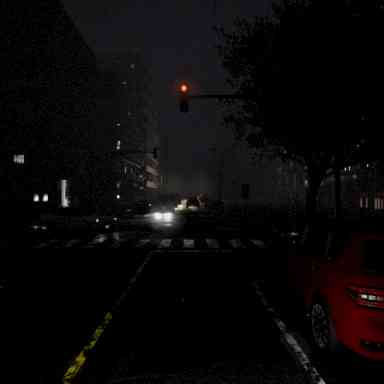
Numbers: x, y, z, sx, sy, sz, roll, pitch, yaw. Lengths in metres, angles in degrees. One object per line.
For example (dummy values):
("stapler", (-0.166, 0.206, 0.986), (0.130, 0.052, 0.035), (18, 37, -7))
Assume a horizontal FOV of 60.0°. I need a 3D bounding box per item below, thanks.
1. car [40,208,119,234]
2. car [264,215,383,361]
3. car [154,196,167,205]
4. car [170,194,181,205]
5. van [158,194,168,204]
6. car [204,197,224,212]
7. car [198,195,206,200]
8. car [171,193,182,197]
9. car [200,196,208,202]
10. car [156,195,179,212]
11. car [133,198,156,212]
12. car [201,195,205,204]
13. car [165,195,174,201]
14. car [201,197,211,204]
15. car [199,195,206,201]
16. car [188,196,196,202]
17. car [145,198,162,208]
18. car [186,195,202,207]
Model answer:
("car", (-6.571, 1.592, 19.448), (4.718, 1.301, 1.895), (1, 0, 29))
("car", (2.695, 1.315, 5.922), (2.192, 1.841, 5.009), (0, 0, 0))
("car", (-5.670, 1.476, 60.444), (1.967, 1.590, 4.097), (0, 0, 0))
("car", (-3.071, 1.500, 49.430), (1.882, 1.535, 5.008), (0, 0, 0))
("van", (-5.669, 1.384, 65.977), (1.690, 1.788, 3.998), (0, 0, 0))
("car", (2.703, 1.557, 38.310), (1.887, 1.381, 4.507), (0, 0, 0))
("car", (2.719, 1.638, 93.637), (2.008, 1.369, 4.403), (0, 0, 0))
("car", (-3.048, 1.257, 60.142), (2.150, 2.045, 5.566), (0, 0, 0))
("car", (2.714, 1.584, 77.209), (1.752, 1.417, 4.829), (0, 0, 0))
("car", (-3.081, 1.505, 39.209), (2.128, 1.511, 4.902), (0, 0, 2))
("car", (-5.677, 1.563, 38.312), (2.008, 1.369, 4.403), (0, 0, 0))
("car", (2.706, 1.548, 49.545), (1.752, 1.417, 4.829), (0, 0, 0))
("car", (-5.664, 1.507, 82.574), (1.967, 1.590, 4.097), (0, 0, 0))
("car", (2.711, 1.625, 65.973), (1.802, 1.307, 4.206), (0, 0, 0))
("car", (2.718, 1.621, 88.104), (1.887, 1.381, 4.507), (0, 0, 0))
("car", (0.026, 1.657, 79.390), (1.895, 1.301, 4.718), (0, 0, 0))
("car", (-5.674, 1.574, 49.378), (2.008, 1.369, 4.403), (0, 0, 0))
("car", (0.115, 1.590, 52.574), (1.994, 1.385, 4.181), (0, 0, 0))
